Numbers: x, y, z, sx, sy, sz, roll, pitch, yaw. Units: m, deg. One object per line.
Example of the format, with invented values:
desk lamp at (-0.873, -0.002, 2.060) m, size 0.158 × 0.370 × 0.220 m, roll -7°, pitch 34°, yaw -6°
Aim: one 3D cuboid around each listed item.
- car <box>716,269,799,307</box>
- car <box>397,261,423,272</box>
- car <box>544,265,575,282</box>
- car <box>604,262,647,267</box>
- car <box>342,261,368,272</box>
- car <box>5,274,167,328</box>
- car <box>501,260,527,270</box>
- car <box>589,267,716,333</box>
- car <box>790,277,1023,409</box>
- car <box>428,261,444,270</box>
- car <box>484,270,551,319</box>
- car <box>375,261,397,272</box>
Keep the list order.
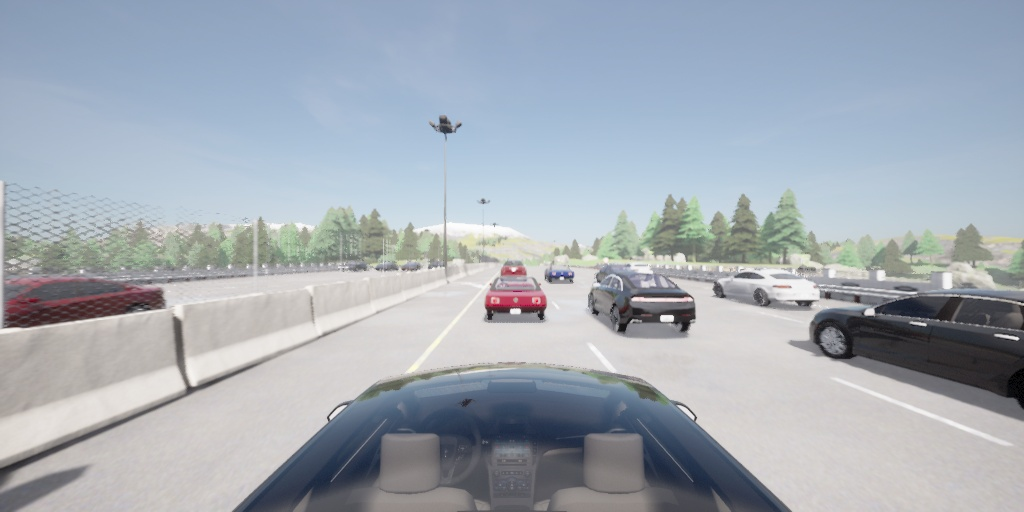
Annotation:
car at (10.600, 1.275, 15.300) m, size 1.812 × 1.442 × 4.674 m, roll 0°, pitch 0°, yaw 0°
car at (-14.006, 1.462, 50.497) m, size 2.033 × 1.411 × 5.357 m, roll 0°, pitch -1°, yaw 1°
car at (3.630, 1.346, 28.319) m, size 1.895 × 1.301 × 4.718 m, roll 0°, pitch 0°, yaw 0°
car at (7.126, 1.291, 24.722) m, size 2.033 × 1.411 × 5.357 m, roll 0°, pitch 0°, yaw 0°
car at (-21.023, 1.365, 48.021) m, size 2.128 × 1.511 × 4.902 m, roll 0°, pitch -1°, yaw 0°
car at (-10.594, 1.219, 7.890) m, size 1.882 × 1.535 × 5.008 m, roll 0°, pitch 0°, yaw 0°
car at (0.131, 1.098, 29.795) m, size 2.097 × 1.767 × 4.553 m, roll 0°, pitch 0°, yaw 0°
car at (3.609, 1.239, 10.758) m, size 2.128 × 1.511 × 4.902 m, roll 0°, pitch 0°, yaw 0°
car at (7.100, 1.256, 5.461) m, size 1.837 × 1.490 × 4.892 m, roll 0°, pitch 0°, yaw 0°
car at (-10.509, 1.424, 50.596) m, size 1.837 × 1.490 × 4.892 m, roll 0°, pitch -1°, yaw 1°
car at (0.112, 1.346, 12.791) m, size 1.895 × 1.301 × 4.718 m, roll 0°, pitch 0°, yaw 0°
car at (-17.506, 1.460, 50.501) m, size 2.033 × 1.411 × 5.357 m, roll 0°, pitch -1°, yaw 1°
